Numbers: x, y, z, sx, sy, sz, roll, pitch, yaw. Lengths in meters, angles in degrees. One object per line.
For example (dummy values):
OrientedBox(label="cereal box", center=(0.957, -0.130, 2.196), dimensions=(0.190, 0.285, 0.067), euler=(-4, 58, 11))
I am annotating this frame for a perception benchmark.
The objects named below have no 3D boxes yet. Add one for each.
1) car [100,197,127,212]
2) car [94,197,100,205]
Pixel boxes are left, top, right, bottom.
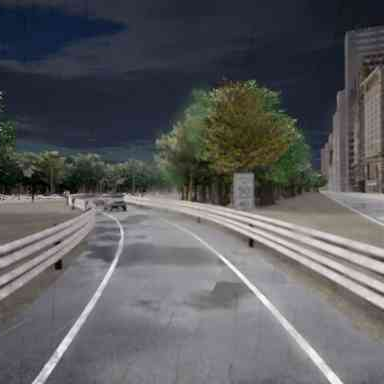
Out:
OrientedBox(label="car", center=(-8.668, 1.356, 37.411), dimensions=(1.837, 1.490, 4.892), euler=(-1, 1, -25))
OrientedBox(label="car", center=(-13.219, 1.338, 48.158), dimensions=(1.895, 1.301, 4.718), euler=(-1, 1, -18))
